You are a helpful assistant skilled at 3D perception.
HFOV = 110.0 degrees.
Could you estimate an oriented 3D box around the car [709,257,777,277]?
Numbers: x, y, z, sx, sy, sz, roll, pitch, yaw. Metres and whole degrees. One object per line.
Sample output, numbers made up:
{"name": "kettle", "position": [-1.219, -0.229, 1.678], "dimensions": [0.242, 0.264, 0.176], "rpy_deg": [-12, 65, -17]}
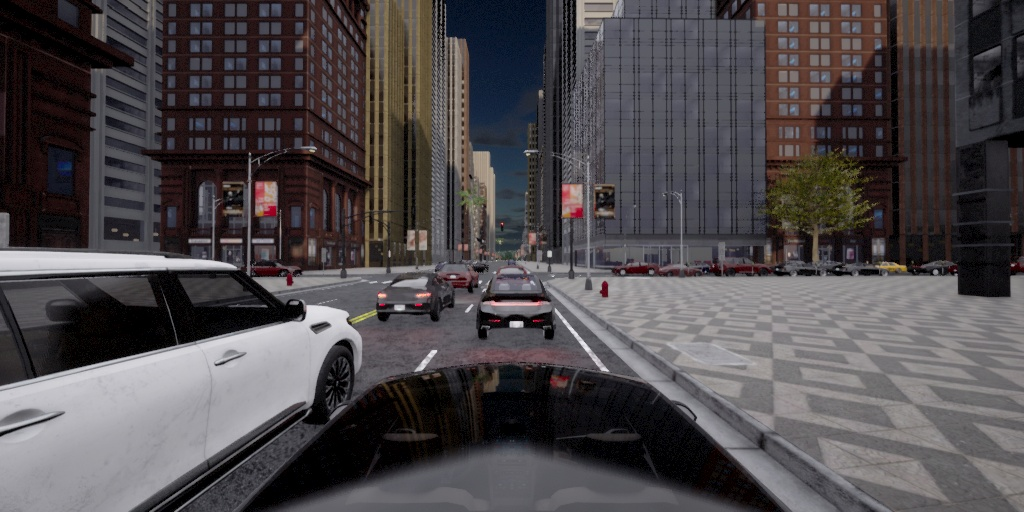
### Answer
{"name": "car", "position": [20.931, 1.037, 33.026], "dimensions": [5.009, 1.841, 2.192], "rpy_deg": [0, 0, -1]}

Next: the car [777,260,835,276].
{"name": "car", "position": [26.568, 1.272, 33.118], "dimensions": [4.313, 1.339, 1.948], "rpy_deg": [0, 0, -1]}

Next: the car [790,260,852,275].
{"name": "car", "position": [33.567, 1.247, 38.998], "dimensions": [4.902, 1.511, 2.128], "rpy_deg": [0, -1, -1]}

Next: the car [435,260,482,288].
{"name": "car", "position": [-3.163, 1.139, 21.356], "dimensions": [2.097, 1.767, 4.553], "rpy_deg": [0, 0, 0]}

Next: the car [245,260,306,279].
{"name": "car", "position": [-22.994, 1.274, 34.940], "dimensions": [4.553, 1.767, 2.097], "rpy_deg": [0, -1, 0]}

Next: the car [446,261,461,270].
{"name": "car", "position": [-9.872, 1.548, 60.833], "dimensions": [1.812, 1.442, 4.674], "rpy_deg": [0, 0, 0]}

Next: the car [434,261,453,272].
{"name": "car", "position": [-9.876, 1.488, 51.910], "dimensions": [1.812, 1.442, 4.674], "rpy_deg": [0, 0, 0]}

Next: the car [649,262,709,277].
{"name": "car", "position": [15.293, 1.323, 32.934], "dimensions": [4.207, 1.307, 1.802], "rpy_deg": [0, 0, -1]}

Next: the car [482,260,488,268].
{"name": "car", "position": [-4.695, 1.497, 41.578], "dimensions": [1.895, 1.301, 4.718], "rpy_deg": [0, 0, 31]}

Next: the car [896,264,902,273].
{"name": "car", "position": [43.178, 1.291, 41.915], "dimensions": [4.829, 1.417, 1.751], "rpy_deg": [0, 0, -1]}

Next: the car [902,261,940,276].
{"name": "car", "position": [42.828, 1.202, 36.009], "dimensions": [4.892, 1.490, 1.837], "rpy_deg": [0, -1, -1]}

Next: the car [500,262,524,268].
{"name": "car", "position": [-0.014, 1.257, 19.567], "dimensions": [1.882, 1.535, 5.008], "rpy_deg": [0, 0, 0]}

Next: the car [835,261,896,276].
{"name": "car", "position": [32.205, 1.256, 33.210], "dimensions": [4.313, 1.339, 1.948], "rpy_deg": [0, 0, -1]}

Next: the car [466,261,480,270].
{"name": "car", "position": [-6.622, 1.552, 61.287], "dimensions": [1.812, 1.442, 4.674], "rpy_deg": [0, 0, 0]}

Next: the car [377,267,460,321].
{"name": "car", "position": [-3.158, 1.286, 12.376], "dimensions": [1.812, 1.442, 4.674], "rpy_deg": [0, 0, 0]}

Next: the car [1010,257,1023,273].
{"name": "car", "position": [49.119, 0.970, 33.486], "dimensions": [5.009, 1.841, 2.192], "rpy_deg": [0, 0, -1]}

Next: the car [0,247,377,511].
{"name": "car", "position": [-3.155, 0.972, 2.597], "dimensions": [2.150, 2.045, 5.566], "rpy_deg": [0, 0, 0]}

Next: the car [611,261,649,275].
{"name": "car", "position": [13.239, 1.294, 38.687], "dimensions": [5.008, 1.535, 1.882], "rpy_deg": [0, -1, -2]}

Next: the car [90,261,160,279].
{"name": "car", "position": [-37.569, 1.341, 34.940], "dimensions": [4.553, 1.767, 2.097], "rpy_deg": [0, -1, 0]}

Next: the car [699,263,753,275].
{"name": "car", "position": [23.156, 1.384, 38.835], "dimensions": [4.718, 1.301, 1.895], "rpy_deg": [0, -1, -1]}

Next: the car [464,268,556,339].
{"name": "car", "position": [0.093, 1.247, 10.066], "dimensions": [2.128, 1.511, 4.902], "rpy_deg": [0, 0, 0]}

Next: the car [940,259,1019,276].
{"name": "car", "position": [43.481, 1.211, 33.394], "dimensions": [4.507, 1.381, 1.888], "rpy_deg": [0, 0, -1]}
